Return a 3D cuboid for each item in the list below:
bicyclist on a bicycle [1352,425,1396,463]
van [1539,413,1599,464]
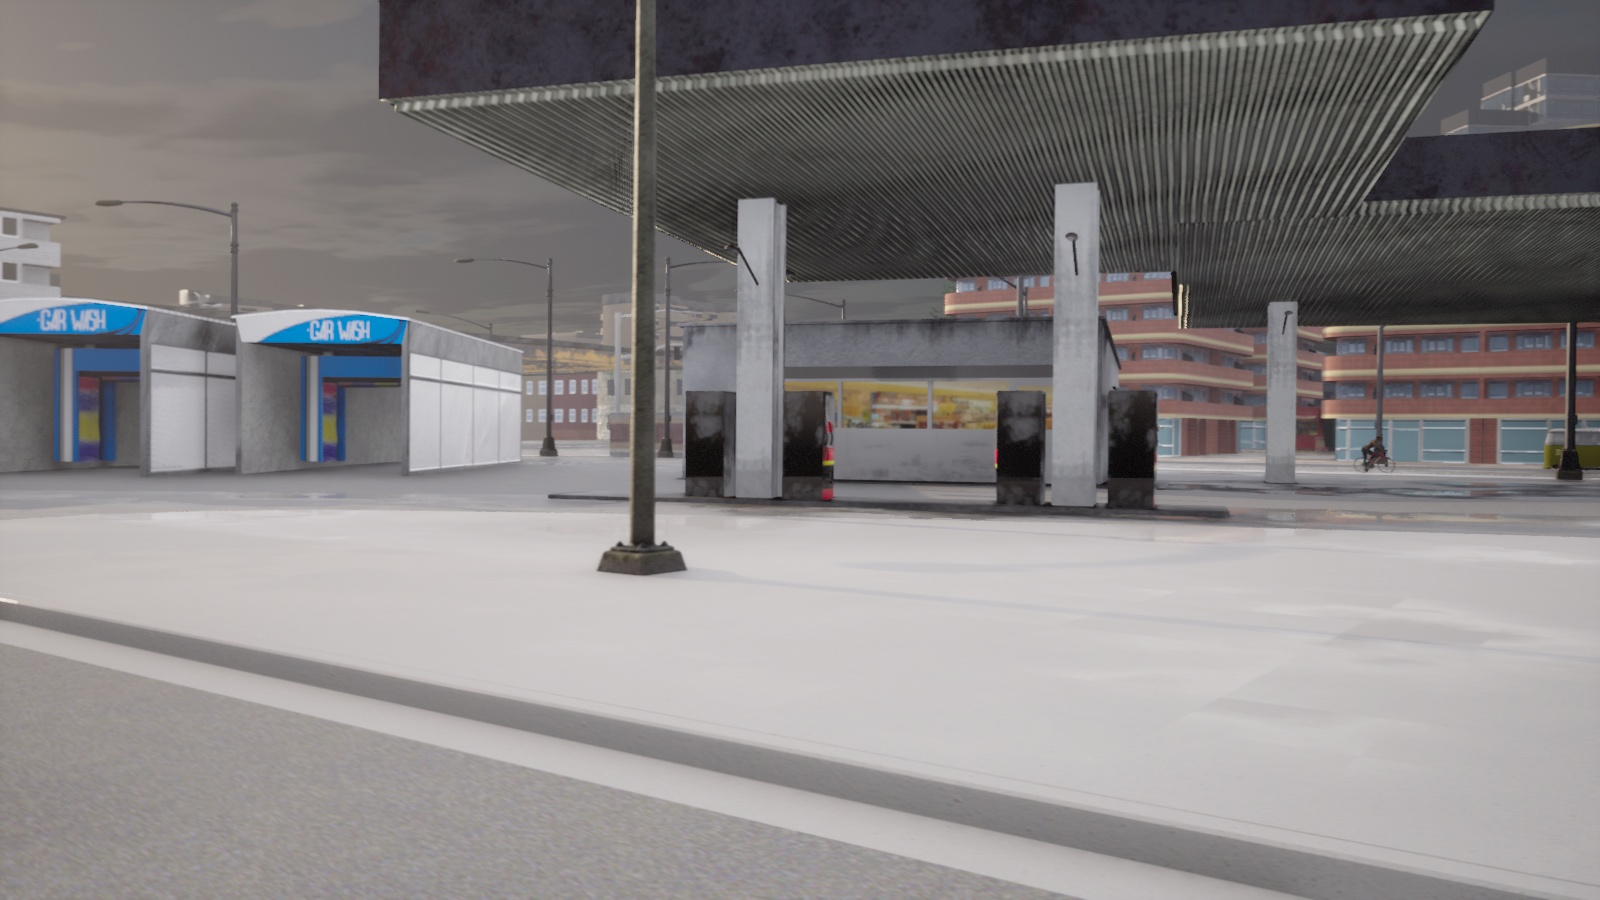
[{"bbox_3d":[24.781,-0.259,54.200,1.656,1.620,0.582,0,1,34],"label":"bicyclist on a bicycle"},{"bbox_3d":[31.699,-0.457,49.417,4.442,1.987,1.775,0,1,34],"label":"van"}]
